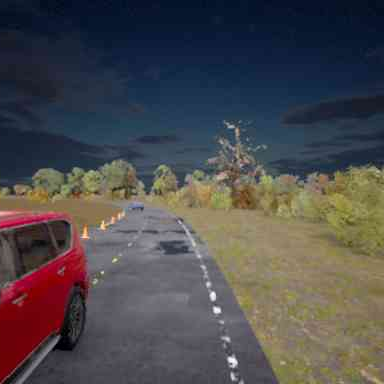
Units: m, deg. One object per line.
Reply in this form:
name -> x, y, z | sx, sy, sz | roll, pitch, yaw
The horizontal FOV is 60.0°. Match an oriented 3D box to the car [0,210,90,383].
car -> -2.755, 1.271, 3.417 | 2.150, 2.045, 5.566 | 0, -1, -1

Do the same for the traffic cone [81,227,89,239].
traffic cone -> -5.756, 2.198, 17.947 | 0.340, 0.580, 0.340 | 0, -1, -4

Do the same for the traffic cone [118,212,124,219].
traffic cone -> -7.161, 2.388, 32.737 | 0.340, 0.580, 0.340 | 0, -1, -7

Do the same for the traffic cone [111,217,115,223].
traffic cone -> -6.607, 2.325, 27.815 | 0.340, 0.580, 0.340 | 0, -1, -6

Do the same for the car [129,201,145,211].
car -> -8.710, 2.148, 51.808 | 1.882, 1.535, 5.008 | 0, -1, -17
